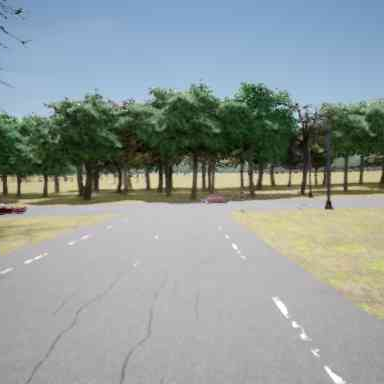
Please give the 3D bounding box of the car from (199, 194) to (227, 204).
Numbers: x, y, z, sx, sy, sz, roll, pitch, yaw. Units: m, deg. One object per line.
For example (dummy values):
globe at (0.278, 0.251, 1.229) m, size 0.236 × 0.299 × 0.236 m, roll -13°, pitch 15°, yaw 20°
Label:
car at (3.098, 1.077, 49.663) m, size 4.181 × 1.385 × 1.994 m, roll -1°, pitch 3°, yaw 0°

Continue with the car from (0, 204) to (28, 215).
car at (-23.671, 2.206, 42.494) m, size 4.718 × 1.301 × 1.895 m, roll -1°, pitch 3°, yaw 0°
